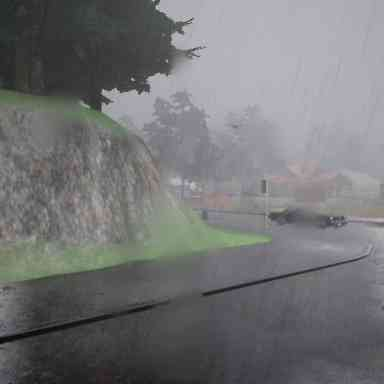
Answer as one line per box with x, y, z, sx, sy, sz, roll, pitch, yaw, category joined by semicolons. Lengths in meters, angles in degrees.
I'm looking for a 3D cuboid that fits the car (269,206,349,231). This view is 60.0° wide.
7.319;1.600;21.172;1.895;1.301;4.718;0;0;-35;car
